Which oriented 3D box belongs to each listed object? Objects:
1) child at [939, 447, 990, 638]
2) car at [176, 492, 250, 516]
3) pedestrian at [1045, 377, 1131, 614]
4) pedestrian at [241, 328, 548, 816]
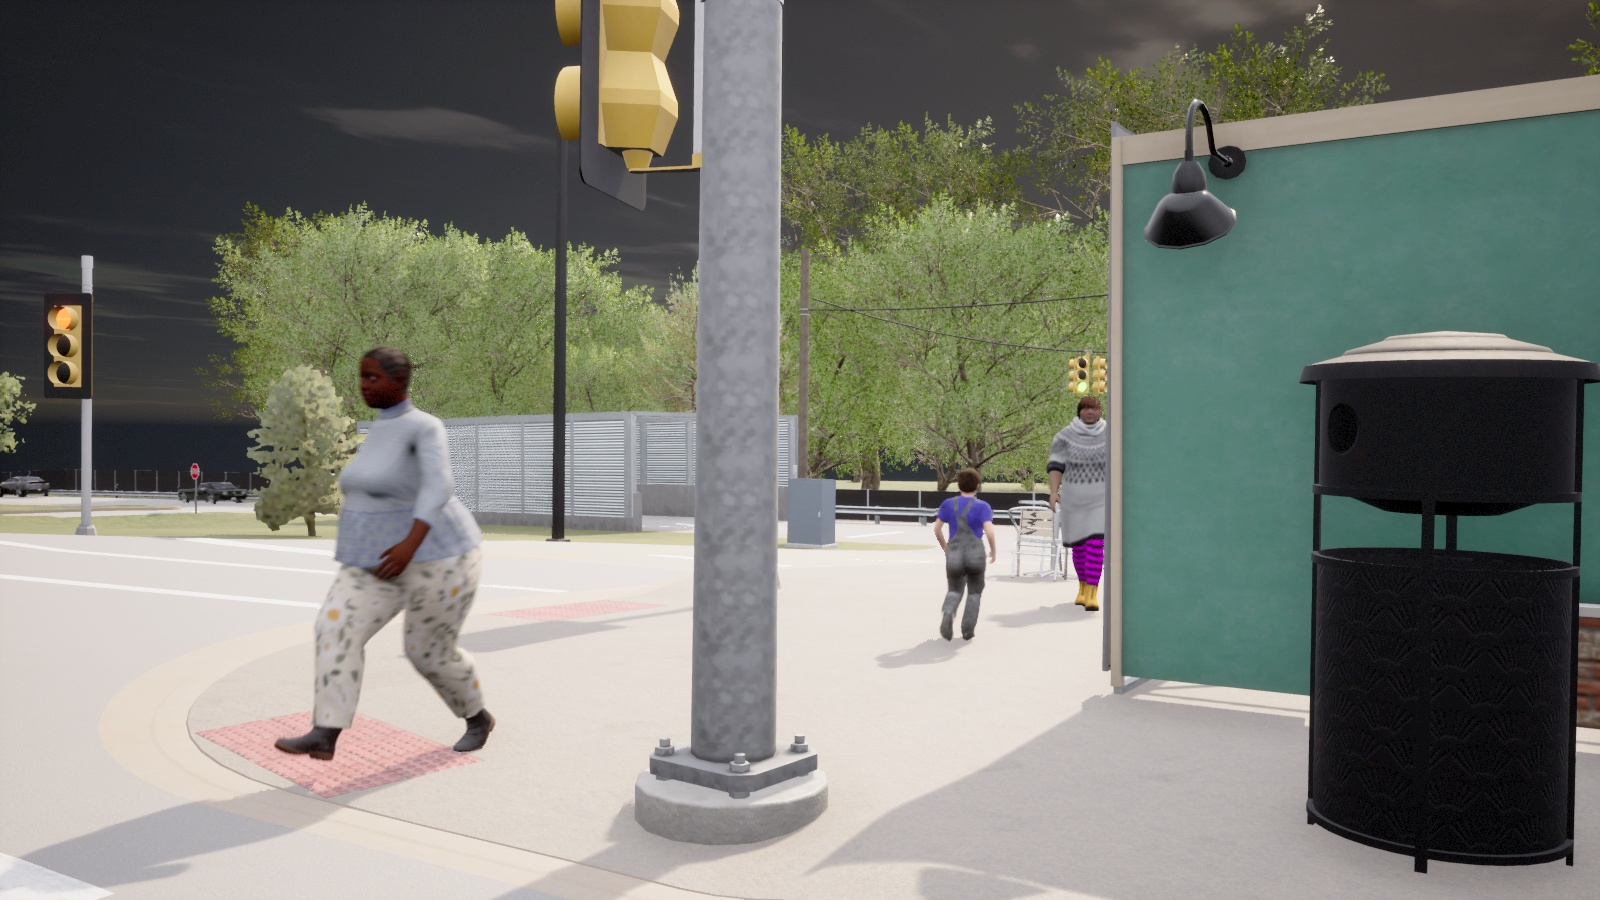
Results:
[{"bbox_3d":[1.128,0.617,8.585,0.270,1.263,0.437,0,1,18],"label":"child"},{"bbox_3d":[-35.817,3.265,76.612,4.718,1.301,1.895,-1,0,33],"label":"car"},{"bbox_3d":[2.495,0.367,10.826,0.659,1.952,0.873,0,1,17],"label":"pedestrian"},{"bbox_3d":[-1.725,0.456,5.382,0.874,1.855,0.900,0,1,38],"label":"pedestrian"}]
